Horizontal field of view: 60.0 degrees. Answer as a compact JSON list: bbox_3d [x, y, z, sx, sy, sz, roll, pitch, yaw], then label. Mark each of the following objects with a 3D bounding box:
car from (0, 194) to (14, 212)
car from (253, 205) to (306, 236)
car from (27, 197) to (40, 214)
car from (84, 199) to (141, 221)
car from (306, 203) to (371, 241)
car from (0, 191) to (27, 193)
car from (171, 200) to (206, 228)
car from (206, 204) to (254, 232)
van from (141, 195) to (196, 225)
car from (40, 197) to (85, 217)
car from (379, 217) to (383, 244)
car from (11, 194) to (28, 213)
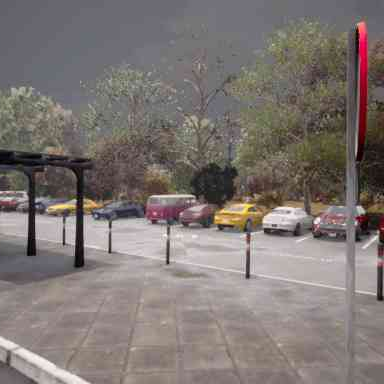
[{"bbox_3d":[-17.067,1.251,34.908,2.097,1.535,5.008,1,0,35],"label":"car"},{"bbox_3d":[5.526,1.542,18.787,2.002,1.452,4.674,1,0,35],"label":"car"},{"bbox_3d":[-12.535,1.331,31.704,2.163,1.488,4.792,1,0,35],"label":"car"},{"bbox_3d":[-5.789,1.405,26.822,2.163,1.488,4.792,1,0,35],"label":"car"},{"bbox_3d":[7.806,1.402,17.202,2.185,1.767,4.553,1,0,35],"label":"car"},{"bbox_3d":[-21.605,0.950,38.102,2.435,2.045,5.566,1,0,36],"label":"car"},{"bbox_3d":[1.004,1.491,22.010,2.002,1.452,4.674,1,0,36],"label":"car"},{"bbox_3d":[3.265,1.476,20.396,2.097,1.535,5.008,1,0,35],"label":"car"},{"bbox_3d":[-1.183,1.200,23.717,1.878,1.987,4.442,1,0,35],"label":"van"},{"bbox_3d":[-10.400,1.323,29.918,1.946,1.575,5.366,1,0,36],"label":"car"},{"bbox_3d":[10.050,1.553,15.571,2.097,1.535,5.008,1,0,35],"label":"car"},{"bbox_3d":[-14.807,1.277,33.297,2.231,1.521,4.892,1,0,35],"label":"car"}]
